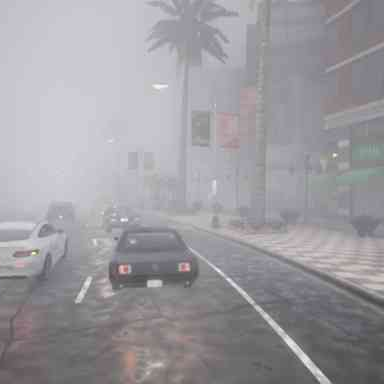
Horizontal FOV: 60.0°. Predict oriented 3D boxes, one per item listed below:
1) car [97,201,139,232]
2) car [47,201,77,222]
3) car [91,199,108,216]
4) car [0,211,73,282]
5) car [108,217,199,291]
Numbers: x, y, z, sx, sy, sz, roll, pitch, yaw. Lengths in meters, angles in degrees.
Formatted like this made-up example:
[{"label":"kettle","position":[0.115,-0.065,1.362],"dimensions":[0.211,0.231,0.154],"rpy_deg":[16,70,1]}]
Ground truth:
[{"label":"car","position":[-4.309,1.517,19.872],"dimensions":[2.033,1.411,5.357],"rpy_deg":[0,0,-19]},{"label":"car","position":[-10.017,1.464,25.596],"dimensions":[1.837,1.490,4.892],"rpy_deg":[0,0,-20]},{"label":"car","position":[-8.625,1.406,31.755],"dimensions":[1.801,1.575,5.366],"rpy_deg":[0,0,-20]},{"label":"car","position":[-4.739,1.511,9.373],"dimensions":[1.812,1.442,4.674],"rpy_deg":[0,0,-12]},{"label":"car","position":[-1.160,1.587,9.010],"dimensions":[1.895,1.301,4.718],"rpy_deg":[0,0,-10]}]
